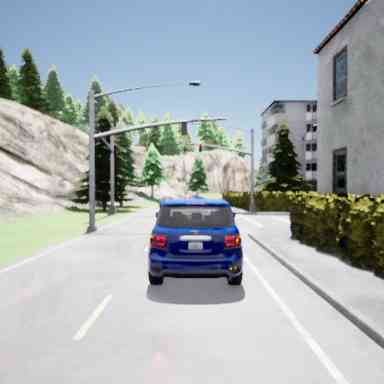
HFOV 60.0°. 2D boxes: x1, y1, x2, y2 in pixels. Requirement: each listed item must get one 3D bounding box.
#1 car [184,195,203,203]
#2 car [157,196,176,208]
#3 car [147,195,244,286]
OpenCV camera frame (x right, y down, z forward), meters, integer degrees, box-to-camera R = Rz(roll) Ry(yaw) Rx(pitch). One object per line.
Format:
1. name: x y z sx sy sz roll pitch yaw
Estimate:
1. car: 0.299 1.192 62.262 1.994 1.385 4.181 0 0 27
2. car: -3.424 1.277 45.158 2.033 1.411 5.357 0 0 1
3. car: 0.093 1.165 9.418 2.150 2.045 5.566 0 0 0
